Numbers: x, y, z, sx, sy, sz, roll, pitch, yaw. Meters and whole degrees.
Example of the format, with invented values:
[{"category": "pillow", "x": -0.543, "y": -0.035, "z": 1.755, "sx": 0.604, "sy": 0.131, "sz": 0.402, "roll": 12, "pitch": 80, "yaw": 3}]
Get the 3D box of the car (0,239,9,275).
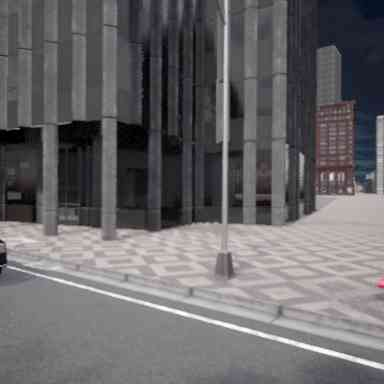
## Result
[{"category": "car", "x": -6.779, "y": 1.484, "z": 8.844, "sx": 4.902, "sy": 1.511, "sz": 2.128, "roll": 0, "pitch": 0, "yaw": 36}]
